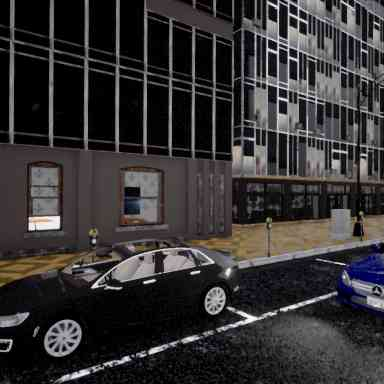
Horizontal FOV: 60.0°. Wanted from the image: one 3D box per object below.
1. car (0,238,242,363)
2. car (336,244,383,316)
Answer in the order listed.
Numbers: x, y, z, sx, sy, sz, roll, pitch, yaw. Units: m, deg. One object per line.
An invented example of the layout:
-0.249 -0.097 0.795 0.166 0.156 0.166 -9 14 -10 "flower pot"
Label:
-1.072 1.551 5.786 4.403 1.369 2.008 0 0 -35 "car"
4.867 1.525 6.720 4.674 1.442 1.812 0 0 -35 "car"
